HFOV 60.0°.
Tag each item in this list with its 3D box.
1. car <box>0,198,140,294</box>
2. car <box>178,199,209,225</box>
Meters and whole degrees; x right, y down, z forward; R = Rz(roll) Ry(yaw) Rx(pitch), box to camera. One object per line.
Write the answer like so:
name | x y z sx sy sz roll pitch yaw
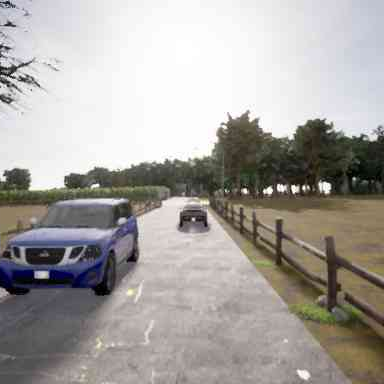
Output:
car | -2.831 1.205 9.075 2.150 2.045 5.566 0 0 0
car | 0.096 1.465 23.327 1.837 1.490 4.892 0 0 0
